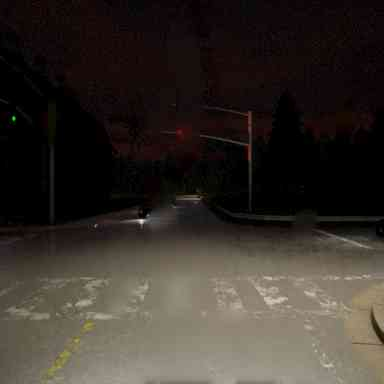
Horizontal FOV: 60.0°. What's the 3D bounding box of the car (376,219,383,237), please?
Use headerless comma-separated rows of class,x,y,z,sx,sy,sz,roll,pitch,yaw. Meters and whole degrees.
car,10.902,1.451,14.850,5.008,1.535,1.882,0,0,-1

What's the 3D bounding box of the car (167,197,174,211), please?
car,-3.522,1.506,40.254,1.837,1.490,4.892,0,0,0

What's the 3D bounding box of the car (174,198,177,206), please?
car,-3.477,1.526,53.739,1.812,1.442,4.674,0,0,0

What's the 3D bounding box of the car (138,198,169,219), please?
car,-3.542,1.547,29.874,2.033,1.411,5.357,0,0,0
